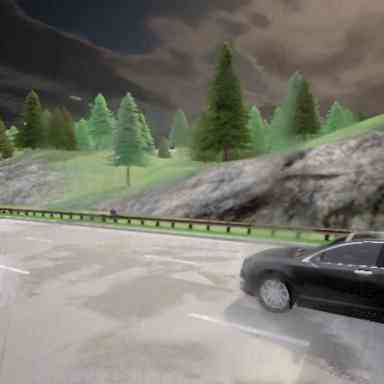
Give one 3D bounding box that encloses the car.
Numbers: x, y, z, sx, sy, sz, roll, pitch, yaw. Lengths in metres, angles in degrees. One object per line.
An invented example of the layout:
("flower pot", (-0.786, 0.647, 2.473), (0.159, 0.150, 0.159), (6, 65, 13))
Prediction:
("car", (3.213, 1.464, 5.858), (4.892, 1.490, 1.837), (1, 1, 36))
